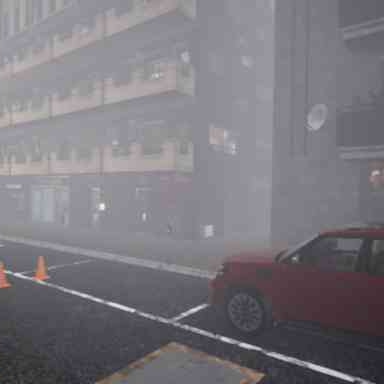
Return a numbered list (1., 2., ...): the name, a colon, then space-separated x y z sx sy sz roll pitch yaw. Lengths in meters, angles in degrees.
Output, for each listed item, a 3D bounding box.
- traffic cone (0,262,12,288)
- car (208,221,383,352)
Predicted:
1. traffic cone: -4.614 1.982 8.049 0.340 0.580 0.340 0 -1 37
2. car: 2.675 1.385 5.053 5.009 1.841 2.192 0 0 37
